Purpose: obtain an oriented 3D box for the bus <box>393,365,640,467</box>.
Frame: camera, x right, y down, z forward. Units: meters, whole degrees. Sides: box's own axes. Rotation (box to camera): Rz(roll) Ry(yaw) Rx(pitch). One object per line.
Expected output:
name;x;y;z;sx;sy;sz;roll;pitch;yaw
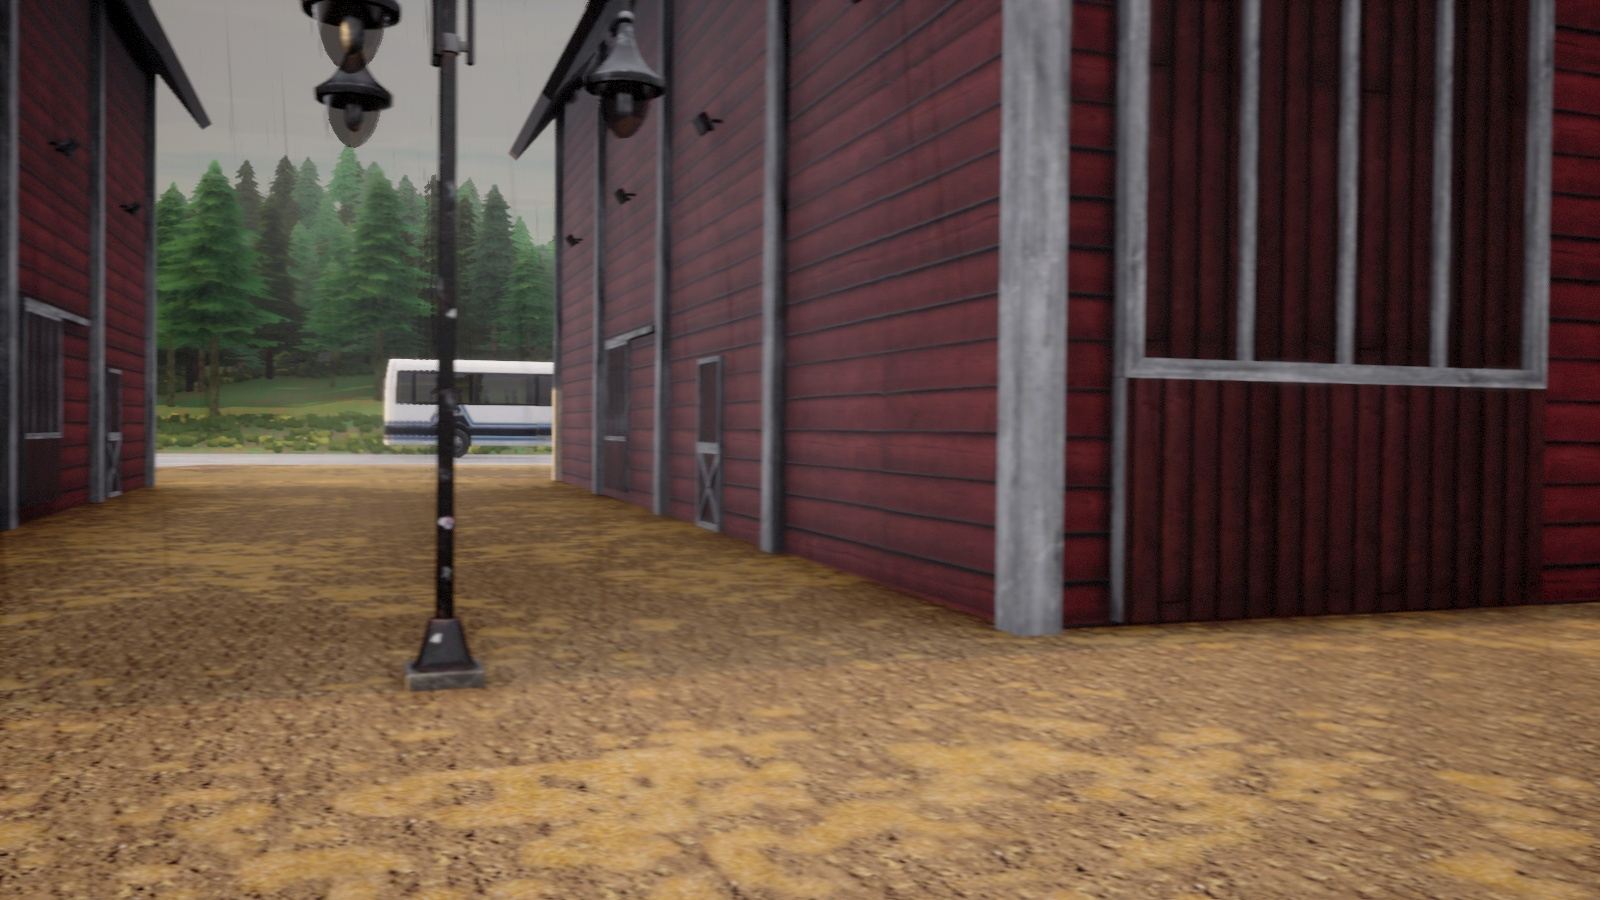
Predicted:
bus;-12.570;-1.507;55.670;10.273;4.253;3.944;-1;1;-19
